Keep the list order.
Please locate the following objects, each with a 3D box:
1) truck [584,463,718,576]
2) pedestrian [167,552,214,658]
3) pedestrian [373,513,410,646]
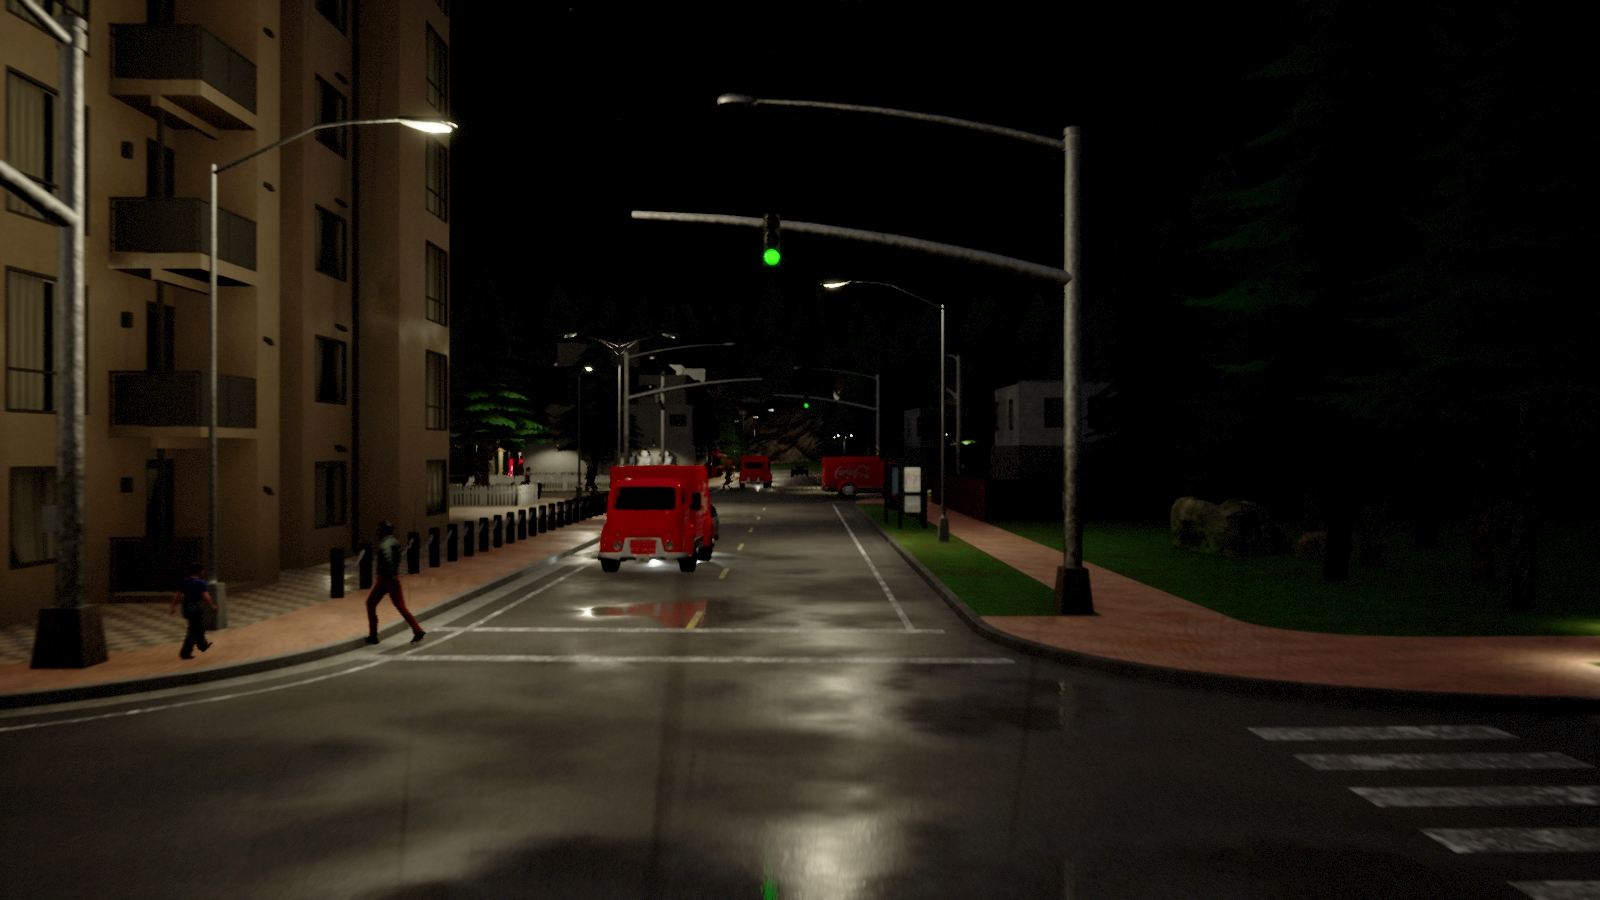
[{"bbox_3d":[-3.503,1.583,28.035,2.627,2.467,5.204,0,0,0],"label":"truck"},{"bbox_3d":[-7.793,1.974,14.617,0.375,1.300,0.375,0,0,15],"label":"pedestrian"},{"bbox_3d":[-5.875,1.849,16.432,0.375,1.860,0.375,0,0,6],"label":"pedestrian"}]
